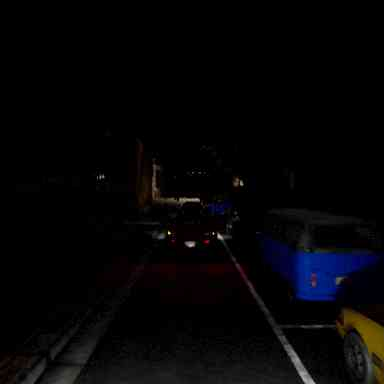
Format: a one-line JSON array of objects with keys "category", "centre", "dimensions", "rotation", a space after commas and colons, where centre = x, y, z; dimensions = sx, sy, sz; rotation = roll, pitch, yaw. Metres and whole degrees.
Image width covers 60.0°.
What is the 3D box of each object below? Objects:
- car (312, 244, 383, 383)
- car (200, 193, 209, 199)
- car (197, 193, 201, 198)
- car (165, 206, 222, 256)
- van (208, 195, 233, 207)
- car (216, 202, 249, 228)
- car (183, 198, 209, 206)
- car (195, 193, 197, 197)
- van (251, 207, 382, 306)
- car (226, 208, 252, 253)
[{"category": "car", "centre": [2.648, 1.516, 2.368], "dimensions": [1.752, 1.417, 4.829], "rotation": [1, 0, 0]}, {"category": "car", "centre": [2.738, 1.324, 53.425], "dimensions": [1.882, 1.535, 5.008], "rotation": [0, 0, 0]}, {"category": "car", "centre": [2.634, 1.144, 67.590], "dimensions": [2.192, 1.841, 5.009], "rotation": [1, 0, 0]}, {"category": "car", "centre": [0.035, 1.478, 12.788], "dimensions": [1.812, 1.442, 4.674], "rotation": [0, 0, 2]}, {"category": "van", "centre": [2.644, 1.241, 29.444], "dimensions": [1.690, 1.788, 3.998], "rotation": [1, 0, 0]}, {"category": "car", "centre": [2.644, 1.482, 18.546], "dimensions": [2.008, 1.369, 4.403], "rotation": [1, 0, 0]}, {"category": "car", "centre": [0.016, 1.458, 25.690], "dimensions": [2.033, 1.411, 5.357], "rotation": [0, 0, 0]}, {"category": "car", "centre": [2.624, 1.370, 94.021], "dimensions": [1.887, 1.381, 4.507], "rotation": [1, 0, 0]}, {"category": "van", "centre": [2.649, 1.311, 7.646], "dimensions": [1.690, 1.788, 3.998], "rotation": [1, 0, 0]}, {"category": "car", "centre": [2.645, 1.516, 13.097], "dimensions": [1.947, 1.339, 4.313], "rotation": [1, 0, 0]}]
